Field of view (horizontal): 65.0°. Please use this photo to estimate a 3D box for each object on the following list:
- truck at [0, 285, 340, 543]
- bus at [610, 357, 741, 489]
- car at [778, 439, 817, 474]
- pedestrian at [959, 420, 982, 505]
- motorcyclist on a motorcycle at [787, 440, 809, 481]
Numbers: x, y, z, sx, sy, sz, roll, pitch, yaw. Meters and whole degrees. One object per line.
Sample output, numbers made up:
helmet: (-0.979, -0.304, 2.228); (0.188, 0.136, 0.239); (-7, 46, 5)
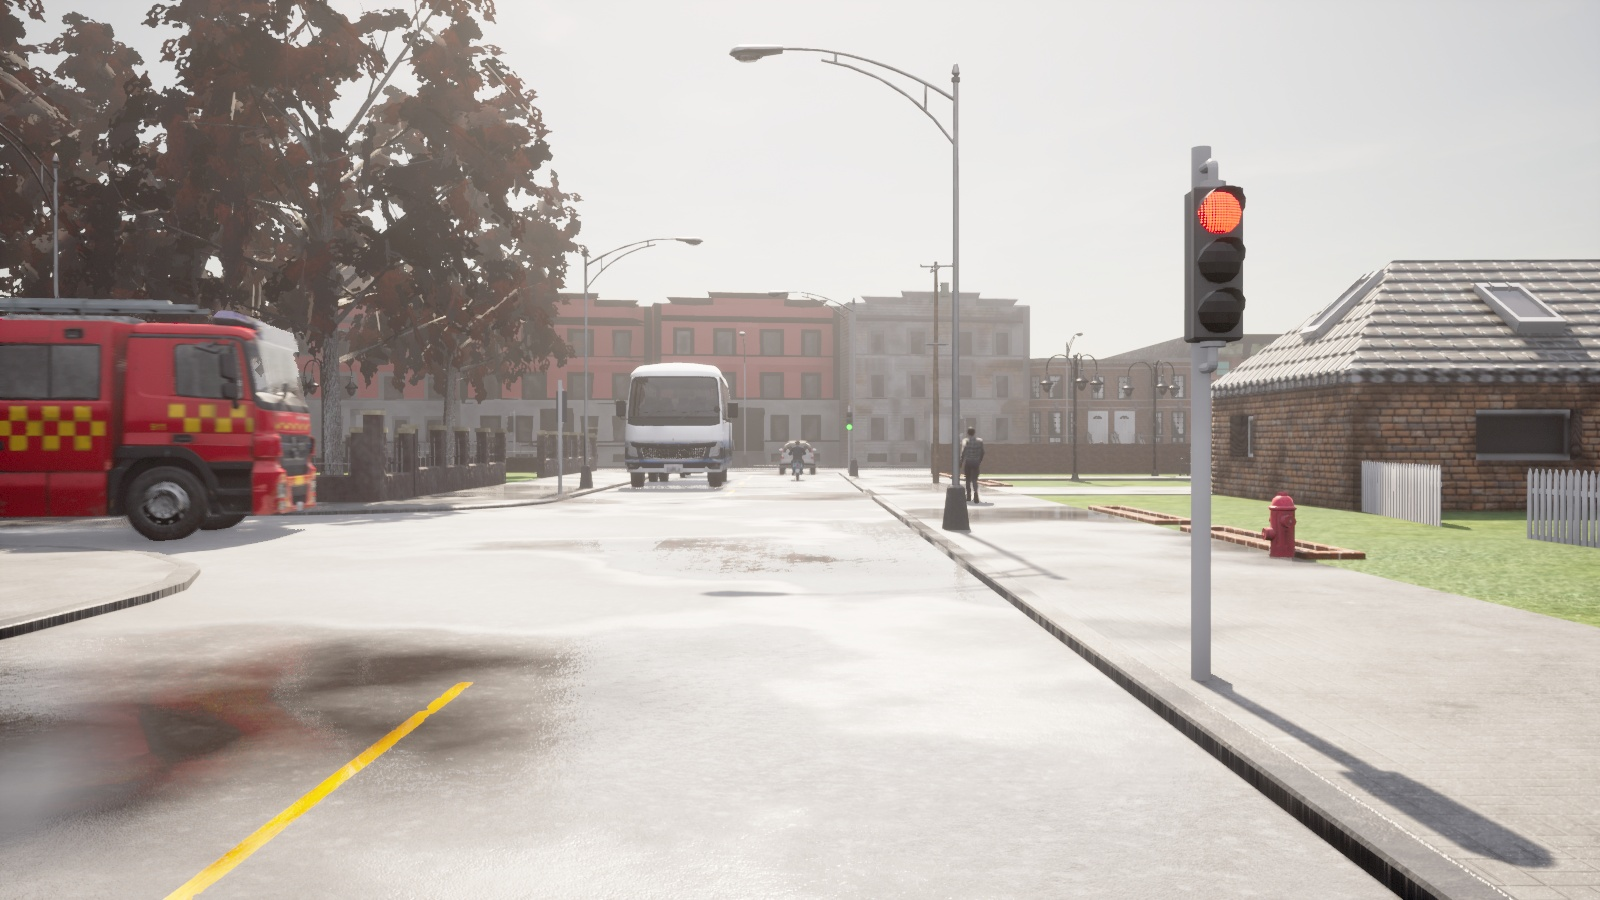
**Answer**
truck: (-12.101, -0.541, 20.119); (8.468, 3.827, 2.891); (0, 0, -9)
bus: (-4.227, -0.889, 45.382); (3.944, 4.253, 10.273); (0, 0, -1)
car: (-0.120, 0.298, 61.408); (1.851, 1.617, 3.988); (0, 0, 0)
pedestrian: (3.988, 0.290, 29.332); (0.423, 1.949, 0.788); (0, 0, -1)
motorcyclist on a motorcycle: (-0.096, 0.415, 50.489); (0.866, 1.590, 1.817); (0, 0, 0)
